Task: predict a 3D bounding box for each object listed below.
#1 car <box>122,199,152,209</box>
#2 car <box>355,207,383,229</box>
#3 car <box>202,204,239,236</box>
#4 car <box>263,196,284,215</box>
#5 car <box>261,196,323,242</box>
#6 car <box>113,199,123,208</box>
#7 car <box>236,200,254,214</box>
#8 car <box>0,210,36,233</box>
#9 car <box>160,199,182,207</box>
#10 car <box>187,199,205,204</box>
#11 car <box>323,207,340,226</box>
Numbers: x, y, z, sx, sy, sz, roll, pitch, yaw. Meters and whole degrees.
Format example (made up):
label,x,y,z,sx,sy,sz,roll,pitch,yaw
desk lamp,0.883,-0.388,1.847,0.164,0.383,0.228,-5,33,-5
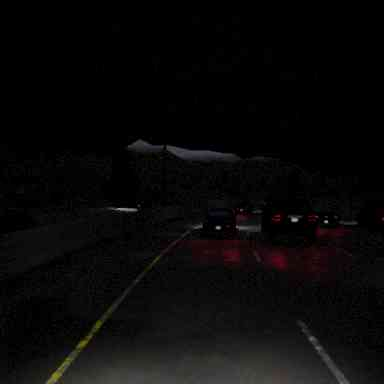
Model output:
label,x,y,z,sx,sy,sz,roll,pitch,yaw
car,-8.264,1.880,52.441,2.033,1.411,5.357,0,0,20
car,12.804,1.731,22.703,2.033,1.411,5.357,0,0,11
car,1.658,1.660,19.309,1.812,1.442,4.674,0,0,8
car,9.638,1.508,39.068,2.150,2.045,5.566,0,0,17
car,4.891,1.350,17.327,2.150,2.045,5.566,0,0,8
car,-11.165,1.903,54.590,1.994,1.385,4.181,0,0,20
car,6.236,1.786,39.822,1.837,1.490,4.892,0,-1,17
car,-9.520,1.612,16.191,1.812,1.442,4.674,0,0,7
car,-3.392,1.912,55.513,2.033,1.411,5.357,0,0,21
car,0.749,1.871,56.333,2.128,1.511,4.902,0,0,23
car,9.765,1.795,25.304,1.895,1.301,4.718,0,0,11
